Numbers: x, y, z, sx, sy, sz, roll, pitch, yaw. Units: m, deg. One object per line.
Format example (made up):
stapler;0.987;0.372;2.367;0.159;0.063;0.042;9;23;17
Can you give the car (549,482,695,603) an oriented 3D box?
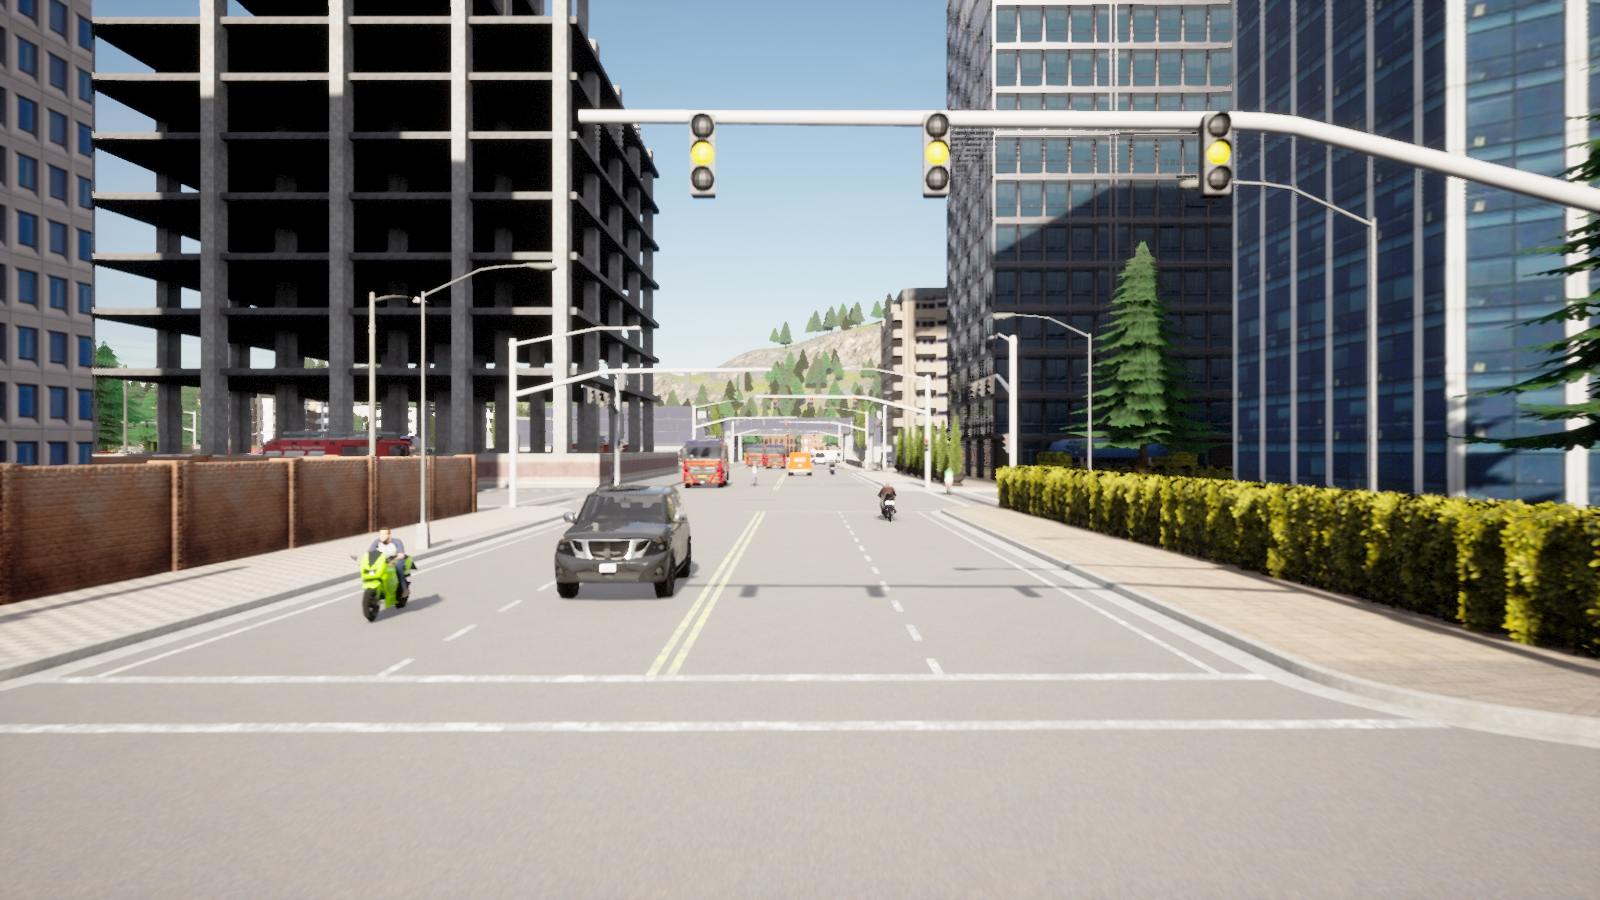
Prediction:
car;-3.494;1.762;23.583;2.150;2.045;5.566;0;0;0

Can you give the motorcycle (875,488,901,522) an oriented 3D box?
motorcycle;3.510;2.166;45.639;0.867;1.251;2.209;0;0;0

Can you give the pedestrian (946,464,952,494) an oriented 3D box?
pedestrian;9.157;1.787;70.192;0.375;1.860;0.375;0;0;1

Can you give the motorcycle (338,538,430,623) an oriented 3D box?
motorcycle;-6.995;2.174;19.323;0.803;1.199;2.033;0;0;0

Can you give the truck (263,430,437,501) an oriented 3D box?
truck;-24.717;0.856;63.049;8.468;3.827;2.891;0;0;0
